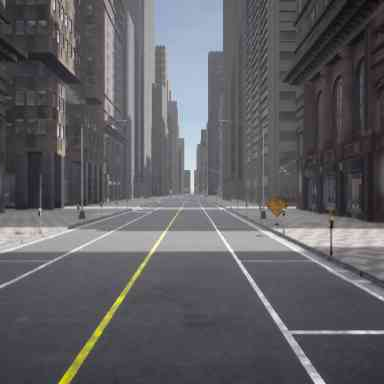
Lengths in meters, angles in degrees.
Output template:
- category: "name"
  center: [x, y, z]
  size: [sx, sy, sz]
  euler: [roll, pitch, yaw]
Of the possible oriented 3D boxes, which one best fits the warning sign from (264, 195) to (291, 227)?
- category: "warning sign"
  center: [5.067, 1.116, 19.802]
  size: [1.300, 1.860, 1.060]
  euler: [0, 0, 0]
